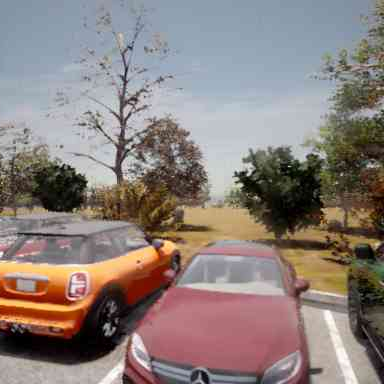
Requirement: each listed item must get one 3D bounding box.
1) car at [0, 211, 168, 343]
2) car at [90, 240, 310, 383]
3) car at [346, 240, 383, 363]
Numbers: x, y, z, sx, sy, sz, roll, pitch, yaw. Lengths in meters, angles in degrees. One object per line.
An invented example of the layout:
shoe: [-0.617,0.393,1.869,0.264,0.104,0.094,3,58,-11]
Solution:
car: [-1.756,1.362,6.720,2.185,1.767,4.553,0,-1,16]
car: [0.681,1.527,5.019,2.002,1.452,4.674,1,-1,16]
car: [3.108,1.234,3.321,2.435,2.045,5.566,0,-1,15]
